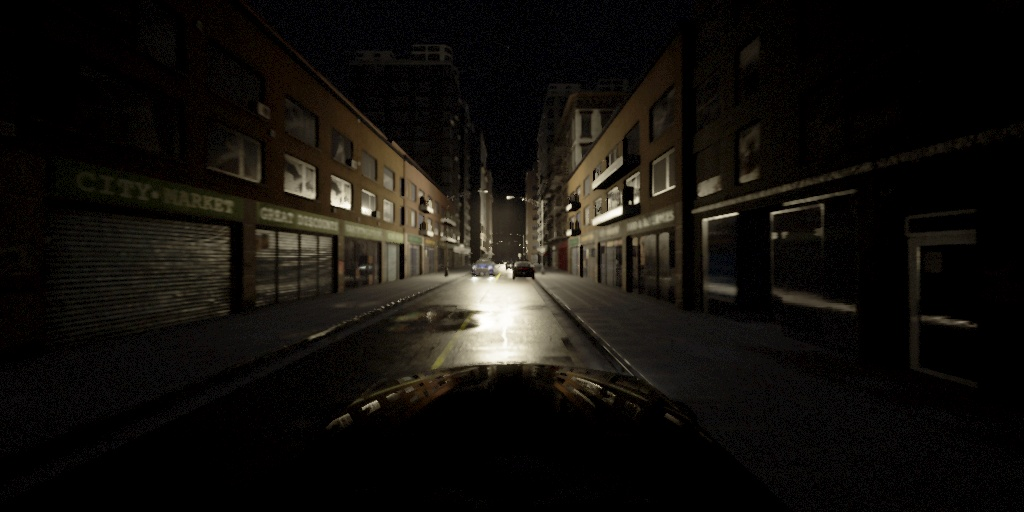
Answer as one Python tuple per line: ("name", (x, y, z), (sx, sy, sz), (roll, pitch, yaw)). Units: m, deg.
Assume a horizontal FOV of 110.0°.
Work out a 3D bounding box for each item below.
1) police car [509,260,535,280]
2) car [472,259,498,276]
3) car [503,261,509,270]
("police car", (0.964, 1.180, 31.320), (1.930, 1.638, 5.238), (0, 0, 0))
("car", (-2.838, 1.106, 36.294), (2.097, 1.767, 4.553), (0, 0, 0))
("car", (0.011, 1.367, 51.587), (1.895, 1.301, 4.718), (0, 0, 0))
